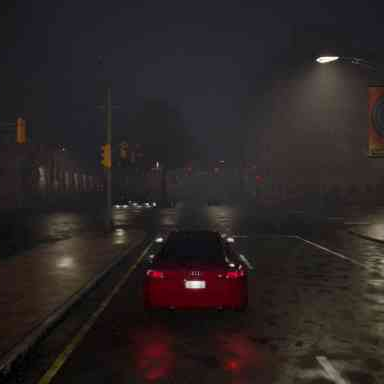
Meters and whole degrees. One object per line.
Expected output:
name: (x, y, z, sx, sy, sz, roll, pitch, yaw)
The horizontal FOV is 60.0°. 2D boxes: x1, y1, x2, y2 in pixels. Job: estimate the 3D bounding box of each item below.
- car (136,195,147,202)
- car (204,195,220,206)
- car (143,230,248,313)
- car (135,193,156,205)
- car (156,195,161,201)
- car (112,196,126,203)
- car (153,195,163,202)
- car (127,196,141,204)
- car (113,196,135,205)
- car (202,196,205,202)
car: (-11.544, 1.477, 76.597, 1.882, 1.535, 5.008, 0, 0, 0)
car: (3.519, 1.563, 54.224, 1.994, 1.385, 4.181, 0, 0, 1)
car: (0.070, 1.564, 7.736, 1.994, 1.385, 4.181, 0, 0, 0)
car: (-8.114, 1.221, 58.599, 2.150, 2.045, 5.566, 0, 0, 0)
car: (-8.044, 1.600, 68.399, 1.895, 1.301, 4.718, 0, 0, 0)
car: (-14.789, 1.594, 67.840, 1.895, 1.301, 4.718, 0, 0, 0)
car: (-8.045, 1.500, 78.602, 1.837, 1.490, 4.892, 0, 0, 0)
car: (-11.565, 1.564, 66.178, 1.994, 1.385, 4.181, 0, 0, 0)
car: (-11.615, 1.564, 56.884, 1.994, 1.385, 4.181, 0, 0, 0)
car: (3.454, 1.524, 79.206, 1.812, 1.442, 4.674, 0, 0, 0)
